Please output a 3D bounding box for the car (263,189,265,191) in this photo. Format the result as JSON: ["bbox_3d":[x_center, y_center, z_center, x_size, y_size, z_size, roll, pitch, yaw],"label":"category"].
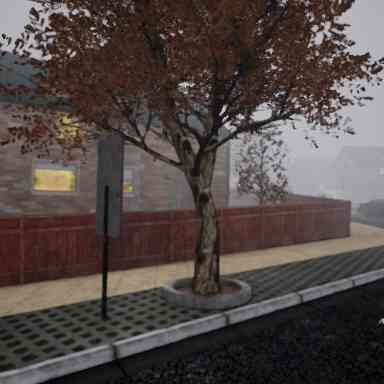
[{"bbox_3d":[13.691,0.001,62.477,1.812,1.442,4.674,1,2,-3],"label":"car"}]

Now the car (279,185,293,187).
[{"bbox_3d":[14.323,0.003,52.011,2.150,2.045,5.566,1,2,-3],"label":"car"}]

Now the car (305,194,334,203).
[{"bbox_3d":[12.500,0.891,31.845,1.994,1.385,4.181,1,2,-3],"label":"car"}]

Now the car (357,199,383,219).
[{"bbox_3d":[13.059,1.194,21.892,2.033,1.411,5.357,1,2,-3],"label":"car"}]

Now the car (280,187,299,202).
[{"bbox_3d":[11.931,0.482,42.125,1.882,1.535,5.008,1,2,-3],"label":"car"}]
